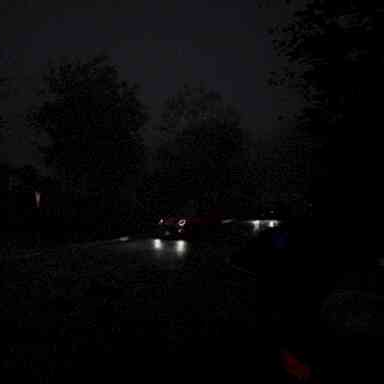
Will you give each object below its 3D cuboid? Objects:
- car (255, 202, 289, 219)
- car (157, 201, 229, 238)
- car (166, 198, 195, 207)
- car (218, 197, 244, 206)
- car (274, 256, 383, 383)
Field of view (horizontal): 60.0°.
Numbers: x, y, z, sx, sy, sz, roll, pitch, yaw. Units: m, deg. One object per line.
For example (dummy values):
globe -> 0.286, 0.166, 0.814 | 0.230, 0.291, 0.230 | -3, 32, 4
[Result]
car -> 7.412, 1.666, 30.431 | 1.812, 1.442, 4.674 | -3, -1, 36
car -> -0.055, 1.683, 20.142 | 2.097, 1.767, 4.553 | -3, -1, 37
car -> -2.157, 1.881, 61.016 | 5.008, 1.535, 1.882 | -2, -1, 27
car -> 6.134, 1.609, 55.407 | 5.008, 1.535, 1.882 | -2, -1, 35
car -> 2.488, 1.523, 4.010 | 2.002, 1.452, 4.674 | 0, 0, 35
